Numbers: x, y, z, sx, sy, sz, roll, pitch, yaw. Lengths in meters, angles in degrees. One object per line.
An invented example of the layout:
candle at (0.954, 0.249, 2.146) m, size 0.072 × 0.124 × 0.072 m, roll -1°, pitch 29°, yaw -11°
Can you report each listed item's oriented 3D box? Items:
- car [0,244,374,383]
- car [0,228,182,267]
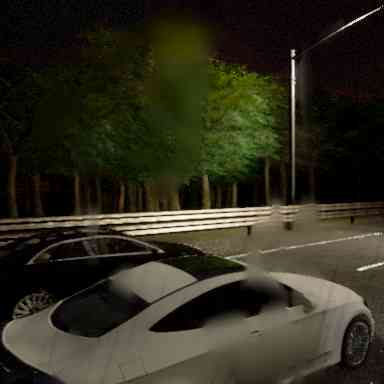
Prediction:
car at (0.286, 1.515, 3.963) m, size 4.674 × 1.442 × 1.812 m, roll 0°, pitch 0°, yaw -36°
car at (-1.857, 1.483, 6.733) m, size 4.902 × 1.511 × 2.128 m, roll 0°, pitch 0°, yaw -36°
